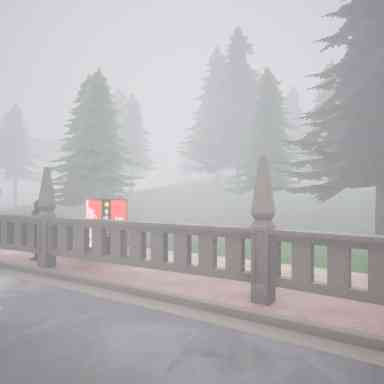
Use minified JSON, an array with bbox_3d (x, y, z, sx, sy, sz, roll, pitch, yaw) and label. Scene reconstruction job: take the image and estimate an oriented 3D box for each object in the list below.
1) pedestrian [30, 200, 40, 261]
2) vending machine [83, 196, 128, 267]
[{"bbox_3d":[-4.726,1.142,10.121,0.375,1.860,0.375,0,0,30],"label":"pedestrian"},{"bbox_3d":[-2.763,1.195,10.700,0.880,2.100,1.100,0,0,30],"label":"vending machine"}]
